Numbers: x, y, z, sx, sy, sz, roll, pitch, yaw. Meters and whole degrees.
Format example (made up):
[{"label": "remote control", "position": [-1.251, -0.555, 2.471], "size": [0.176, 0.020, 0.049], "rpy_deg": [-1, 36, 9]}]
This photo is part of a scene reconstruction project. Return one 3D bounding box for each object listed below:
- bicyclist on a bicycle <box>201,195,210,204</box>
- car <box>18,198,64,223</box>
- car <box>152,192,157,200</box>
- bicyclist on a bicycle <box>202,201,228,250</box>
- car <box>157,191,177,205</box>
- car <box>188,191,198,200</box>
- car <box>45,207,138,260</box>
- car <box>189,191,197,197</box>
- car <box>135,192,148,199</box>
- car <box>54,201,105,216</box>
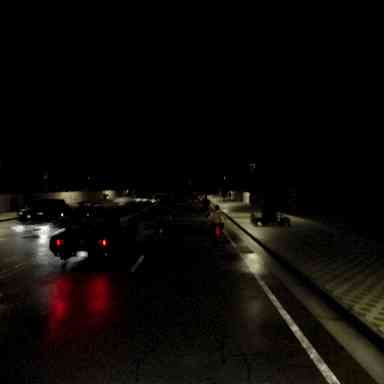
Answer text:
[{"label": "bicyclist on a bicycle", "position": [0.933, 1.073, 21.902], "size": [0.659, 1.776, 1.843], "rpy_deg": [0, 1, 0]}, {"label": "car", "position": [-9.810, 1.201, 22.437], "size": [1.837, 1.490, 4.892], "rpy_deg": [0, 1, 0]}, {"label": "car", "position": [-6.431, 0.630, 63.612], "size": [1.882, 1.535, 5.008], "rpy_deg": [0, 1, 1]}, {"label": "bicyclist on a bicycle", "position": [0.918, 1.269, 12.316], "size": [0.866, 1.612, 1.509], "rpy_deg": [0, 0, 0]}, {"label": "car", "position": [-3.076, 0.892, 43.303], "size": [1.882, 1.535, 5.008], "rpy_deg": [0, 1, 0]}, {"label": "car", "position": [0.186, 0.649, 63.286], "size": [2.128, 1.511, 4.902], "rpy_deg": [0, 1, 0]}, {"label": "car", "position": [-3.127, 1.441, 11.721], "size": [1.895, 1.301, 4.718], "rpy_deg": [0, 1, 0]}, {"label": "car", "position": [0.130, 0.501, 78.315], "size": [1.812, 1.442, 4.674], "rpy_deg": [0, 1, 0]}, {"label": "car", "position": [-9.661, 0.687, 64.617], "size": [2.033, 1.411, 5.357], "rpy_deg": [0, 1, 1]}, {"label": "car", "position": [-6.564, 1.319, 20.796], "size": [1.895, 1.301, 4.718], "rpy_deg": [0, 1, 0]}]
